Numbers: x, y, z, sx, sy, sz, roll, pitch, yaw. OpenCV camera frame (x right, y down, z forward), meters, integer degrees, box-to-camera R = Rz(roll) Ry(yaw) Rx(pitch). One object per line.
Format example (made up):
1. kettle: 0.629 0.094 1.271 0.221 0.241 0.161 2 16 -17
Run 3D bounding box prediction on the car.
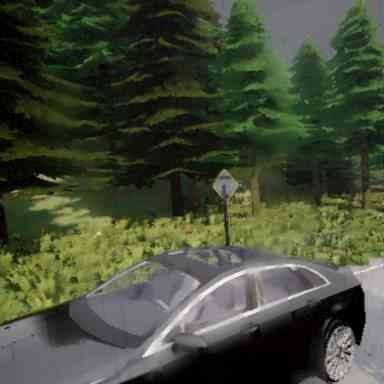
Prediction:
1. car: 0.035 1.455 3.704 4.902 1.511 2.128 -1 1 -36
